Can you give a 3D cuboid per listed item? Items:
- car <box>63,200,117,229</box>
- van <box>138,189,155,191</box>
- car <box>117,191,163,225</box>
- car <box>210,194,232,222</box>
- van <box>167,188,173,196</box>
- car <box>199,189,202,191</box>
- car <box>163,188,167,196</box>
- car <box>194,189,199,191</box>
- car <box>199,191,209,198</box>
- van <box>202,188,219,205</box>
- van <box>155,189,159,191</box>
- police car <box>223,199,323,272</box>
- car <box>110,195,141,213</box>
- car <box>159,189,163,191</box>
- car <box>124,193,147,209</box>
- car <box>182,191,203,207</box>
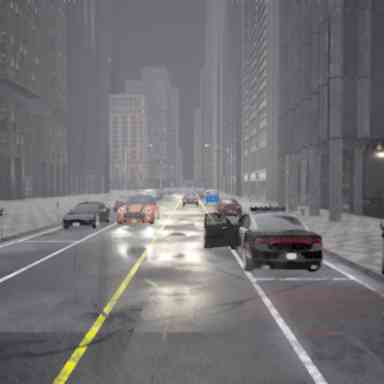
[{"bbox_3d":[-5.885,1.241,19.067,1.947,1.339,4.313,0,1,0],"label":"car"},{"bbox_3d":[-6.030,0.635,41.623,1.690,1.788,3.998,0,1,0],"label":"van"},{"bbox_3d":[-3.230,1.000,20.674,2.097,1.767,4.553,0,1,0],"label":"car"},{"bbox_3d":[2.603,1.125,24.766,1.887,1.381,4.507,0,1,0],"label":"car"},{"bbox_3d":[-6.282,-0.033,81.103,1.690,1.788,3.998,0,1,0],"label":"van"},{"bbox_3d":[2.388,0.591,58.605,1.802,1.307,4.206,0,1,0],"label":"car"},{"bbox_3d":[-6.138,0.324,58.542,2.192,1.841,5.009,0,1,0],"label":"car"},{"bbox_3d":[-0.307,0.681,48.676,1.837,1.490,4.892,0,1,0],"label":"car"},{"bbox_3d":[2.352,0.495,64.245,1.802,1.307,4.206,0,1,0],"label":"car"},{"bbox_3d":[2.495,0.636,41.682,1.690,1.788,3.998,0,1,0],"label":"van"},{"bbox_3d":[-6.066,0.540,47.262,1.690,1.788,3.998,0,1,0],"label":"van"},{"bbox_3d":[2.302,1.249,10.337,1.930,1.638,5.238,0,1,0],"label":"police car"},{"bbox_3d":[-5.957,1.035,30.347,2.008,1.369,4.403,0,1,0],"label":"car"},{"bbox_3d":[-6.102,0.544,52.904,1.967,1.590,4.097,0,1,0],"label":"car"},{"bbox_3d":[-5.992,0.918,35.816,1.752,1.417,4.829,0,1,0],"label":"car"},{"bbox_3d":[-0.169,0.898,38.326,2.033,1.411,5.357,0,1,0],"label":"car"}]
